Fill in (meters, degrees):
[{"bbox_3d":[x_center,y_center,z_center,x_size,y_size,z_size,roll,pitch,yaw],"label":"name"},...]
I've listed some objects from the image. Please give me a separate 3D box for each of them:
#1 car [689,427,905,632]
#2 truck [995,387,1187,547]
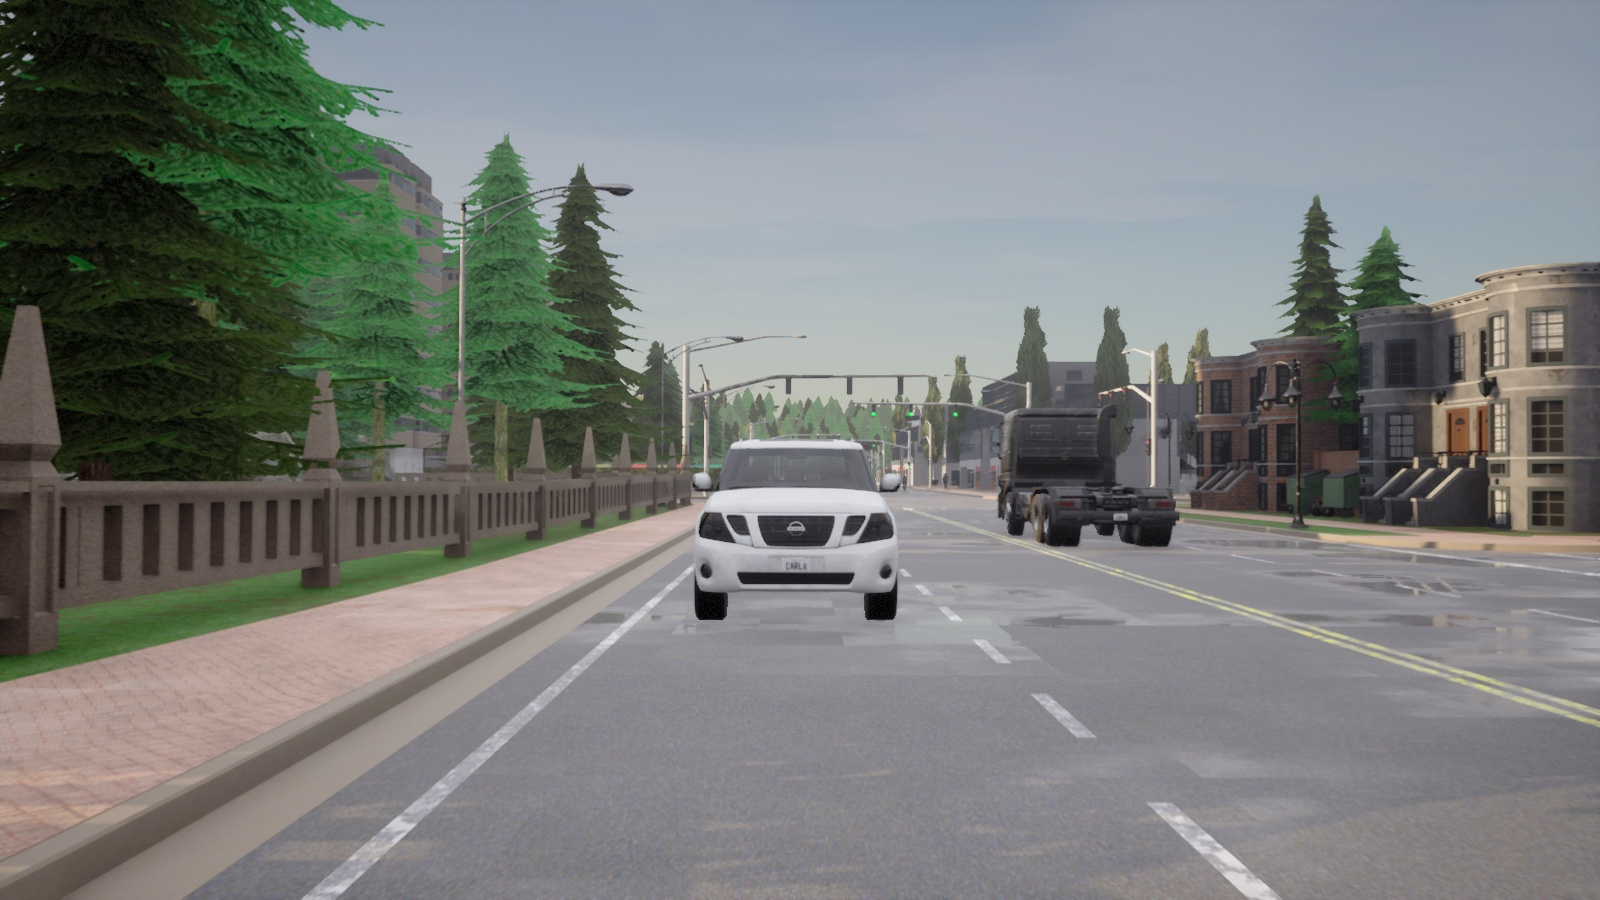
[{"bbox_3d":[-0.040,0.849,15.366,2.150,2.045,5.566,0,-1,0],"label":"car"},{"bbox_3d":[6.918,0.439,31.204,2.891,3.462,7.936,0,-1,0],"label":"truck"}]
